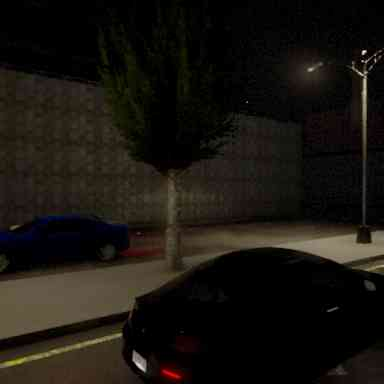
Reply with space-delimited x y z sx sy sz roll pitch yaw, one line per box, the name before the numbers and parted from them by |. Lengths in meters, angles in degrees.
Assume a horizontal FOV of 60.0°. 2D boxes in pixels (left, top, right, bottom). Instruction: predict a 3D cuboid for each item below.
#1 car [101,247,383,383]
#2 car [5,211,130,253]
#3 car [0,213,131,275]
car | 1.345 1.532 4.705 4.674 1.442 1.812 0 0 -36
car | -5.250 1.609 14.319 4.718 1.301 1.895 0 0 -35
car | -4.443 1.482 10.607 5.008 1.535 1.882 0 0 -35
